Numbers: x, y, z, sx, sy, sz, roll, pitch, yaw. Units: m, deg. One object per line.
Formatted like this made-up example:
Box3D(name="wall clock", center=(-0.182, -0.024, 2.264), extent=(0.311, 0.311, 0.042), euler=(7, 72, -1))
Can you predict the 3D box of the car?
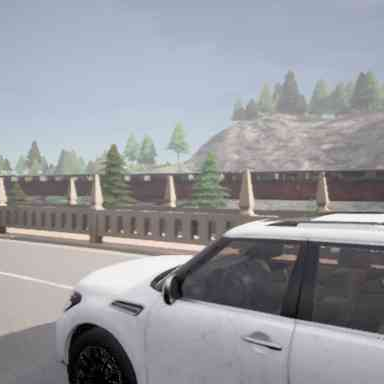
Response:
Box3D(name="car", center=(1.141, 1.207, 3.018), extent=(5.566, 2.045, 2.150), euler=(0, 0, 35))
